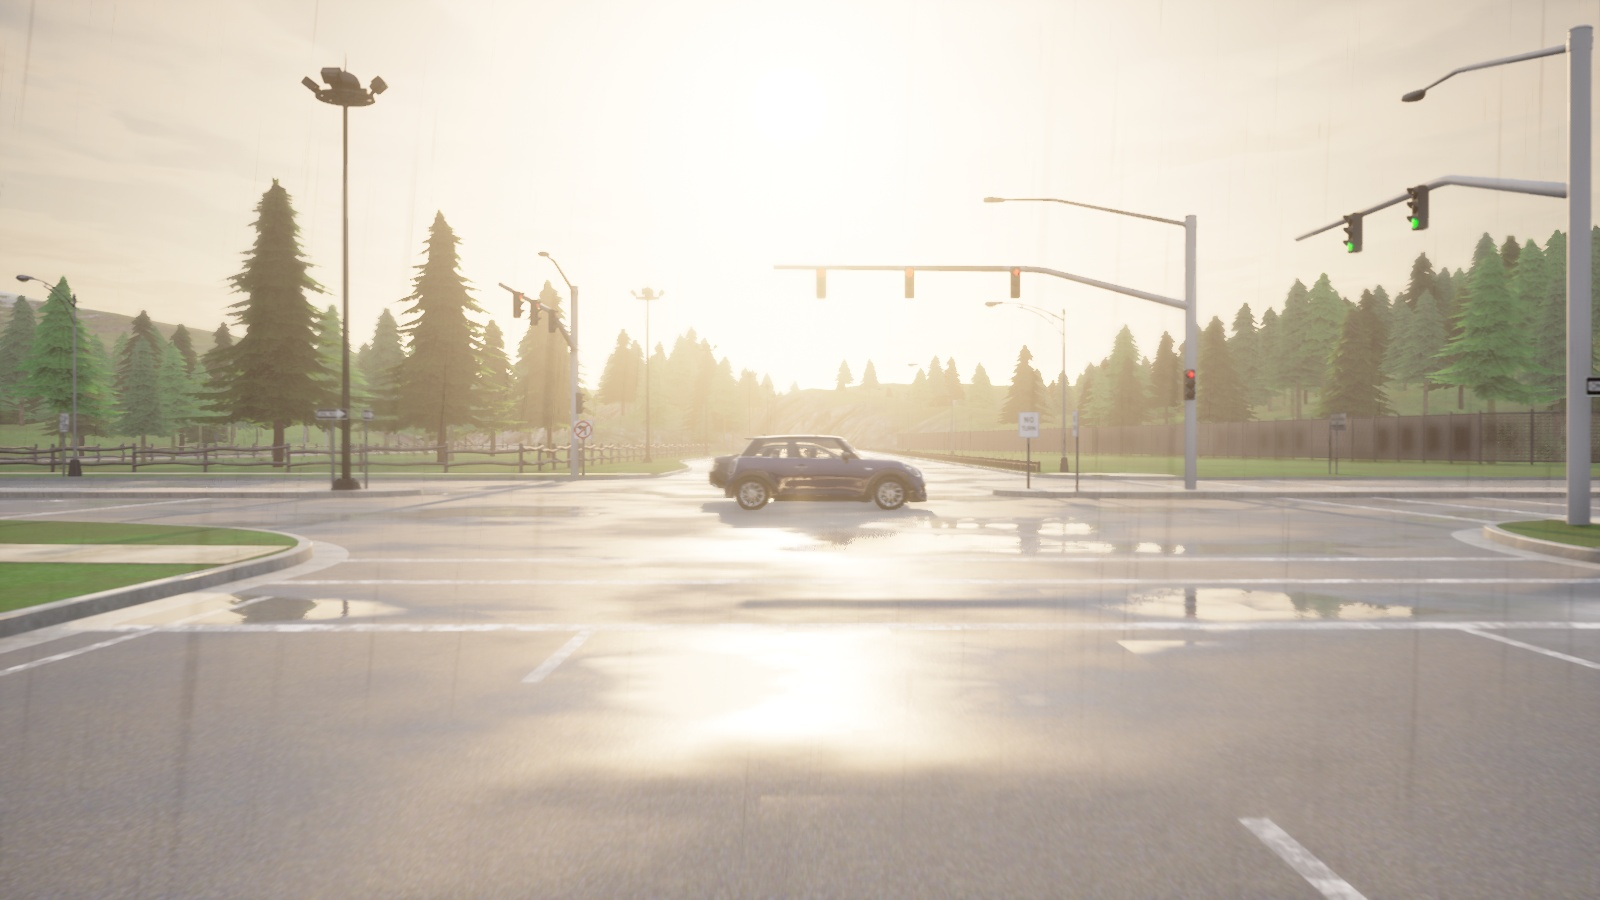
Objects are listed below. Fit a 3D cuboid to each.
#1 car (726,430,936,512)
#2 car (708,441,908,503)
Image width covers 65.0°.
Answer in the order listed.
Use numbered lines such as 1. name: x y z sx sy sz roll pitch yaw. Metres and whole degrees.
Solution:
1. car: 0.695 0.446 28.302 4.553 1.767 2.097 0 0 1
2. car: 0.208 0.524 31.810 4.902 1.511 2.128 0 0 1
